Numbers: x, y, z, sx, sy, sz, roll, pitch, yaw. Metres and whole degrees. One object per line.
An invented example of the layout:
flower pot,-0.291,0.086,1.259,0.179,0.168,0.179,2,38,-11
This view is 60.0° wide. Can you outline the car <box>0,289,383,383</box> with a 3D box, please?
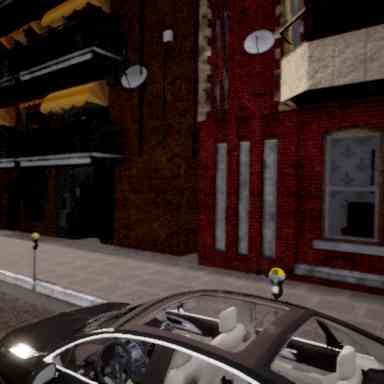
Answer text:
car,-0.027,1.539,2.689,4.403,1.369,2.008,1,1,36
